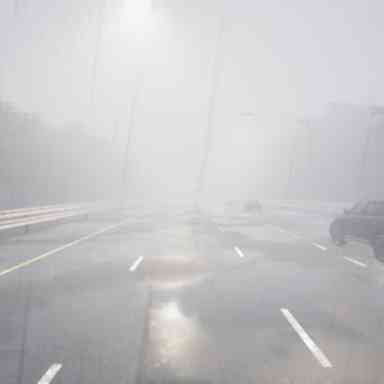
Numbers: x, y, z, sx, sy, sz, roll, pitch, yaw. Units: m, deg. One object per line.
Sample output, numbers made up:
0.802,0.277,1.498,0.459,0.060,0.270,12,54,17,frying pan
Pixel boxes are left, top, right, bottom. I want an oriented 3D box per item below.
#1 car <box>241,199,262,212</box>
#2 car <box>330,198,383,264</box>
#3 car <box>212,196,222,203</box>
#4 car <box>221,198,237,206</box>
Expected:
7.087,1.605,39.719,1.837,1.490,4.892,0,0,0,car
7.011,1.224,11.979,2.150,2.045,5.566,0,0,0,car
7.468,2.081,92.557,2.097,1.767,4.553,0,-1,1,car
7.213,1.878,62.455,2.033,1.411,5.357,0,-1,0,car
